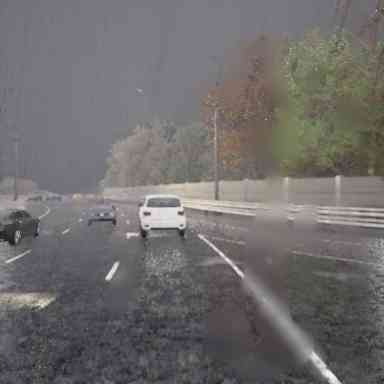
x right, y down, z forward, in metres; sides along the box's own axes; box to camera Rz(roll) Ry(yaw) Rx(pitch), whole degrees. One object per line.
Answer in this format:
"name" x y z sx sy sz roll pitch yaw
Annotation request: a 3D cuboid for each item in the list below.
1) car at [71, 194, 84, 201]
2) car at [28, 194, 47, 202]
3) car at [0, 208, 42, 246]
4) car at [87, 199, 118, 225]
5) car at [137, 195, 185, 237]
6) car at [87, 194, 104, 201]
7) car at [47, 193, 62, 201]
"car" -24.322 1.107 71.191 1.882 1.535 5.008 0 0 -27
"car" -31.609 1.169 67.109 1.837 1.490 4.892 0 0 -42
"car" -8.263 1.476 14.926 1.837 1.490 4.892 0 0 -8
"car" -6.284 1.480 23.516 2.033 1.411 5.357 0 0 -13
"car" -1.727 1.159 17.969 2.150 2.045 5.566 0 0 -10
"car" -16.829 1.190 58.165 2.097 1.767 4.553 0 0 -30
"car" -28.886 1.006 69.308 2.097 1.767 4.553 0 0 -42
